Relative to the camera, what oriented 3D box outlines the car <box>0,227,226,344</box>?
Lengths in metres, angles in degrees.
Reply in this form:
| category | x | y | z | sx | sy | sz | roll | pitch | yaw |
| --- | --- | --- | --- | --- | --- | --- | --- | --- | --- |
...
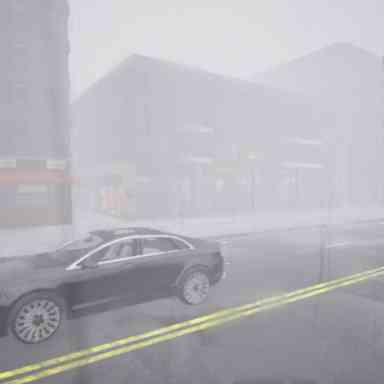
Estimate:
| category | x | y | z | sx | sy | sz | roll | pitch | yaw |
| --- | --- | --- | --- | --- | --- | --- | --- | --- | --- |
| car | -1.568 | 1.485 | 6.480 | 4.902 | 1.511 | 2.128 | 0 | 0 | -35 |
